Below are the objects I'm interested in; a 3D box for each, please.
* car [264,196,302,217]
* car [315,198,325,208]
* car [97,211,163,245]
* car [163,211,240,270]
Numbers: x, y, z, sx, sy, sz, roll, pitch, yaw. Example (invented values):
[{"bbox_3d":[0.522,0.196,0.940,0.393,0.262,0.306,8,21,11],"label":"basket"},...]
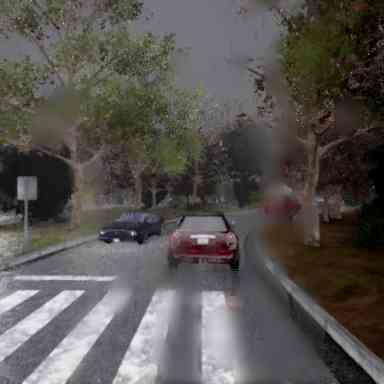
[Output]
[{"bbox_3d":[9.475,1.411,34.377,2.150,2.045,5.566,-1,-1,38],"label":"car"},{"bbox_3d":[20.037,1.711,52.992,2.097,1.767,4.553,-1,-1,19],"label":"car"},{"bbox_3d":[-2.704,1.648,16.478,2.033,1.411,5.357,0,0,10],"label":"car"},{"bbox_3d":[0.476,1.415,11.485,2.097,1.767,4.553,0,0,4],"label":"car"}]
